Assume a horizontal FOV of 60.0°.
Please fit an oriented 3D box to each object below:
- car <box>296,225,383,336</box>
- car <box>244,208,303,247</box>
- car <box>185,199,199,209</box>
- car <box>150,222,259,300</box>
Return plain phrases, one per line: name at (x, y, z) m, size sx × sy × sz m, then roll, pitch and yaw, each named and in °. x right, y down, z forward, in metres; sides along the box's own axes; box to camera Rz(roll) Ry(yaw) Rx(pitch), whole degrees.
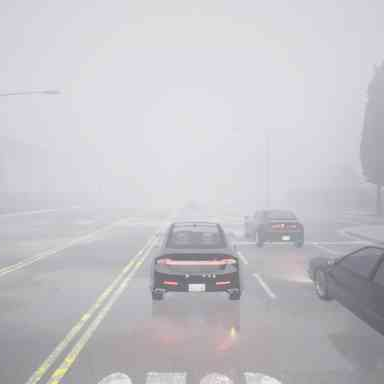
car at (3.587, 1.547, 5.312) m, size 2.033 × 1.411 × 5.357 m, roll 0°, pitch 0°, yaw 0°
car at (3.563, 1.505, 15.058) m, size 1.837 × 1.490 × 4.892 m, roll 0°, pitch 0°, yaw 0°
car at (-0.008, 1.601, 44.129) m, size 1.895 × 1.301 × 4.718 m, roll 0°, pitch 0°, yaw 0°
car at (0.080, 1.492, 8.357) m, size 2.128 × 1.511 × 4.902 m, roll 0°, pitch 0°, yaw 0°
